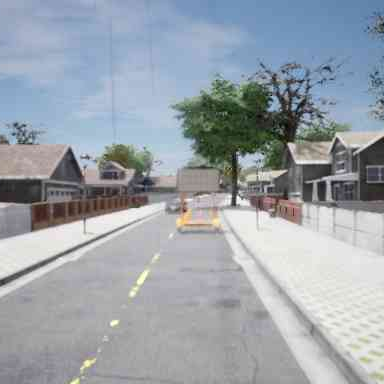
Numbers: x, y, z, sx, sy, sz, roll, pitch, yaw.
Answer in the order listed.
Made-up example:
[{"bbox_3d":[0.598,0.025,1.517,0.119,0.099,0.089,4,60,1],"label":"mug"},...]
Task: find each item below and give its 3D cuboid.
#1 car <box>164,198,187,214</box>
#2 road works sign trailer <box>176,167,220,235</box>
[{"bbox_3d":[-1.598,1.365,33.707,2.128,1.511,4.902,0,0,4],"label":"car"},{"bbox_3d":[0.359,0.413,18.567,2.380,3.560,2.880,0,0,3],"label":"road works sign trailer"}]
